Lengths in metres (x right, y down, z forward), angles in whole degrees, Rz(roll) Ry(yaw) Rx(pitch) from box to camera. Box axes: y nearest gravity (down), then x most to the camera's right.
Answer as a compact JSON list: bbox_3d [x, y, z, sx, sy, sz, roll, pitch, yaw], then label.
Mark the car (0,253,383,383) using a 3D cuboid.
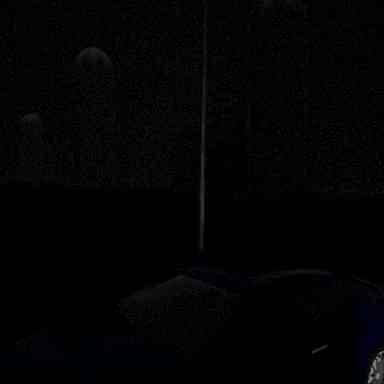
[{"bbox_3d":[0.325,1.439,3.295,4.674,1.442,1.812,0,2,-35],"label":"car"}]
